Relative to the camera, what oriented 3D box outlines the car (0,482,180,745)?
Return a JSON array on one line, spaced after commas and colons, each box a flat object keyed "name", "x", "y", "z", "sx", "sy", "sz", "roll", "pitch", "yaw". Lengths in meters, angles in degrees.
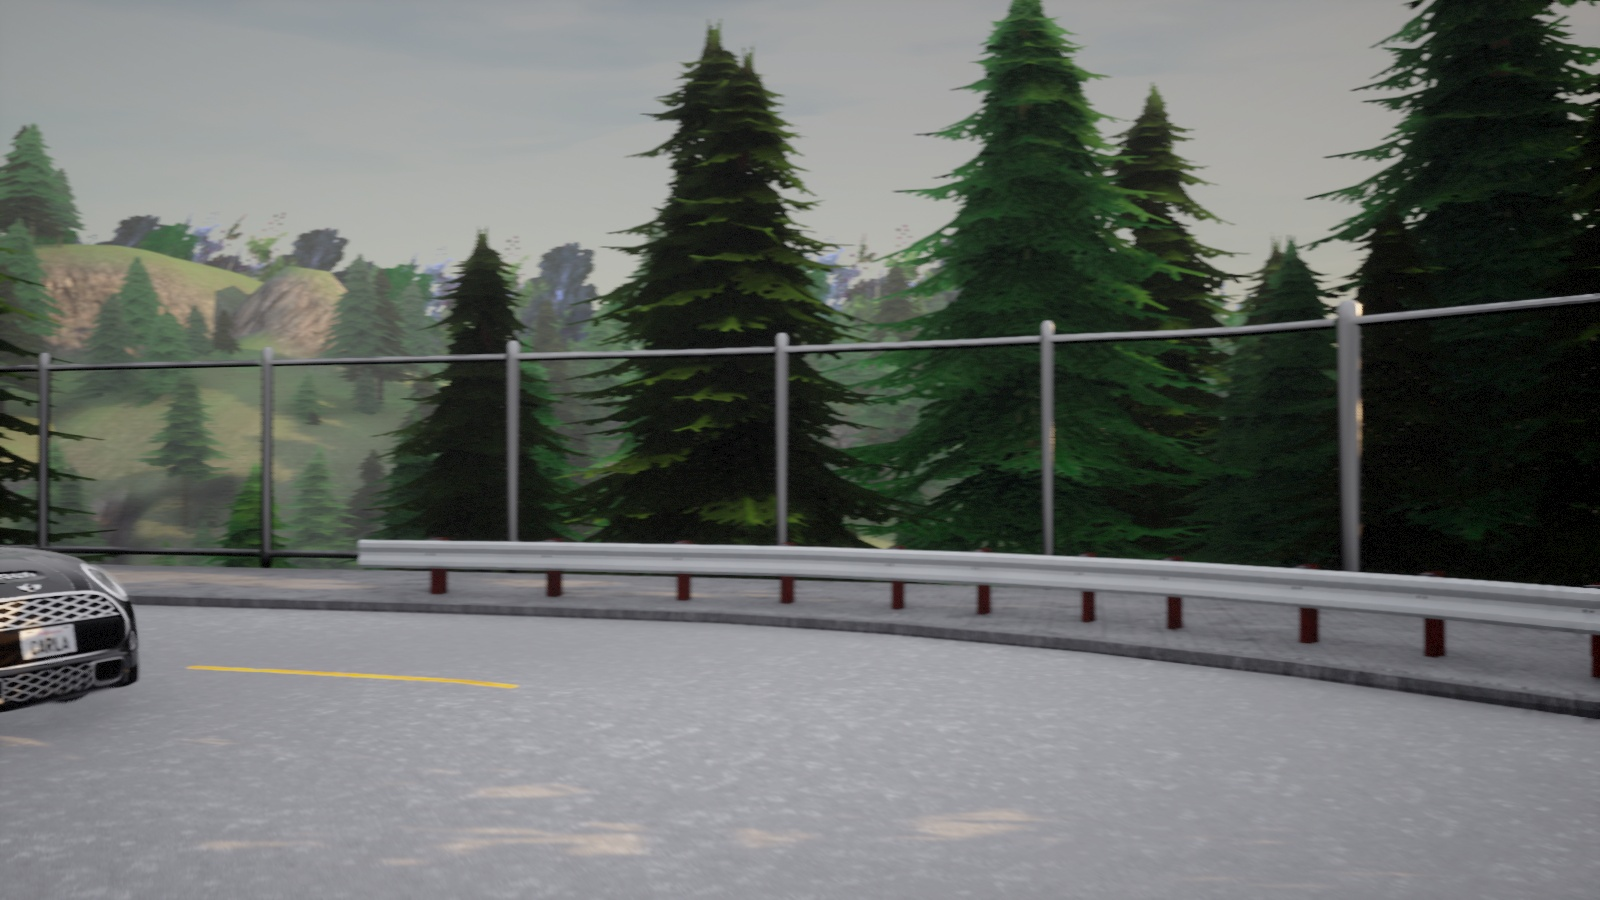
[{"name": "car", "x": -6.274, "y": 0.957, "z": 7.983, "sx": 3.806, "sy": 1.475, "sz": 1.970, "roll": -1, "pitch": -1, "yaw": 14}]
